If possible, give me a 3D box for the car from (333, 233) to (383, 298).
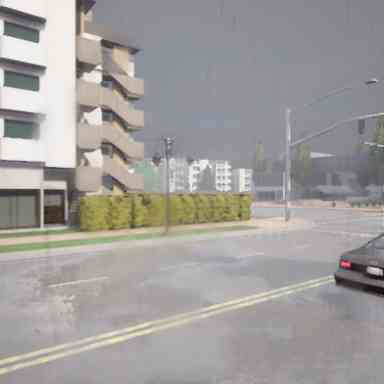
[{"bbox_3d":[5.495,1.533,7.707,5.357,1.411,2.033,0,0,-35],"label":"car"}]
